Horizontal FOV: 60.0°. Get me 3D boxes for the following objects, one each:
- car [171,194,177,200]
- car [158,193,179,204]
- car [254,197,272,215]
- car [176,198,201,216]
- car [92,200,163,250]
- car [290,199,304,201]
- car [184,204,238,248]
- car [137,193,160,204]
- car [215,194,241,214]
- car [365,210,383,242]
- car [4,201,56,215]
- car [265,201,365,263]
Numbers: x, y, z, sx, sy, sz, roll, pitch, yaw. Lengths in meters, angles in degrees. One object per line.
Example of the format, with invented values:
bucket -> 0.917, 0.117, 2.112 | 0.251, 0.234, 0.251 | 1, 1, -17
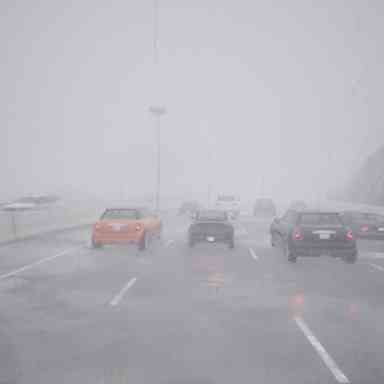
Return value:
car -> -1.467, 1.275, 65.855 | 2.150, 2.045, 5.566 | 0, 0, 21
car -> -4.644, 1.273, 67.344 | 2.150, 2.045, 5.566 | 0, 0, 21
car -> 7.403, 1.398, 34.044 | 2.097, 1.767, 4.553 | 0, 0, 12
car -> 0.031, 1.534, 33.017 | 1.837, 1.490, 4.892 | 0, 0, 11
car -> -2.620, 1.359, 14.510 | 2.097, 1.767, 4.553 | 0, 0, 5
car -> 11.535, 1.535, 36.536 | 1.882, 1.535, 5.008 | 0, 0, 13
car -> 0.926, 1.520, 14.950 | 1.837, 1.490, 4.892 | 0, 0, 5
car -> -8.602, 1.261, 66.821 | 2.150, 2.045, 5.566 | 0, 0, 21
car -> 3.579, 1.258, 33.025 | 2.150, 2.045, 5.566 | 0, 0, 11
car -> 8.028, 1.580, 16.117 | 2.033, 1.411, 5.357 | 0, 0, 6
car -> -12.107, 1.217, 25.597 | 2.150, 2.045, 5.566 | 0, 0, 8
car -> 4.204, 1.372, 12.279 | 2.097, 1.767, 4.553 | 0, 0, 4
